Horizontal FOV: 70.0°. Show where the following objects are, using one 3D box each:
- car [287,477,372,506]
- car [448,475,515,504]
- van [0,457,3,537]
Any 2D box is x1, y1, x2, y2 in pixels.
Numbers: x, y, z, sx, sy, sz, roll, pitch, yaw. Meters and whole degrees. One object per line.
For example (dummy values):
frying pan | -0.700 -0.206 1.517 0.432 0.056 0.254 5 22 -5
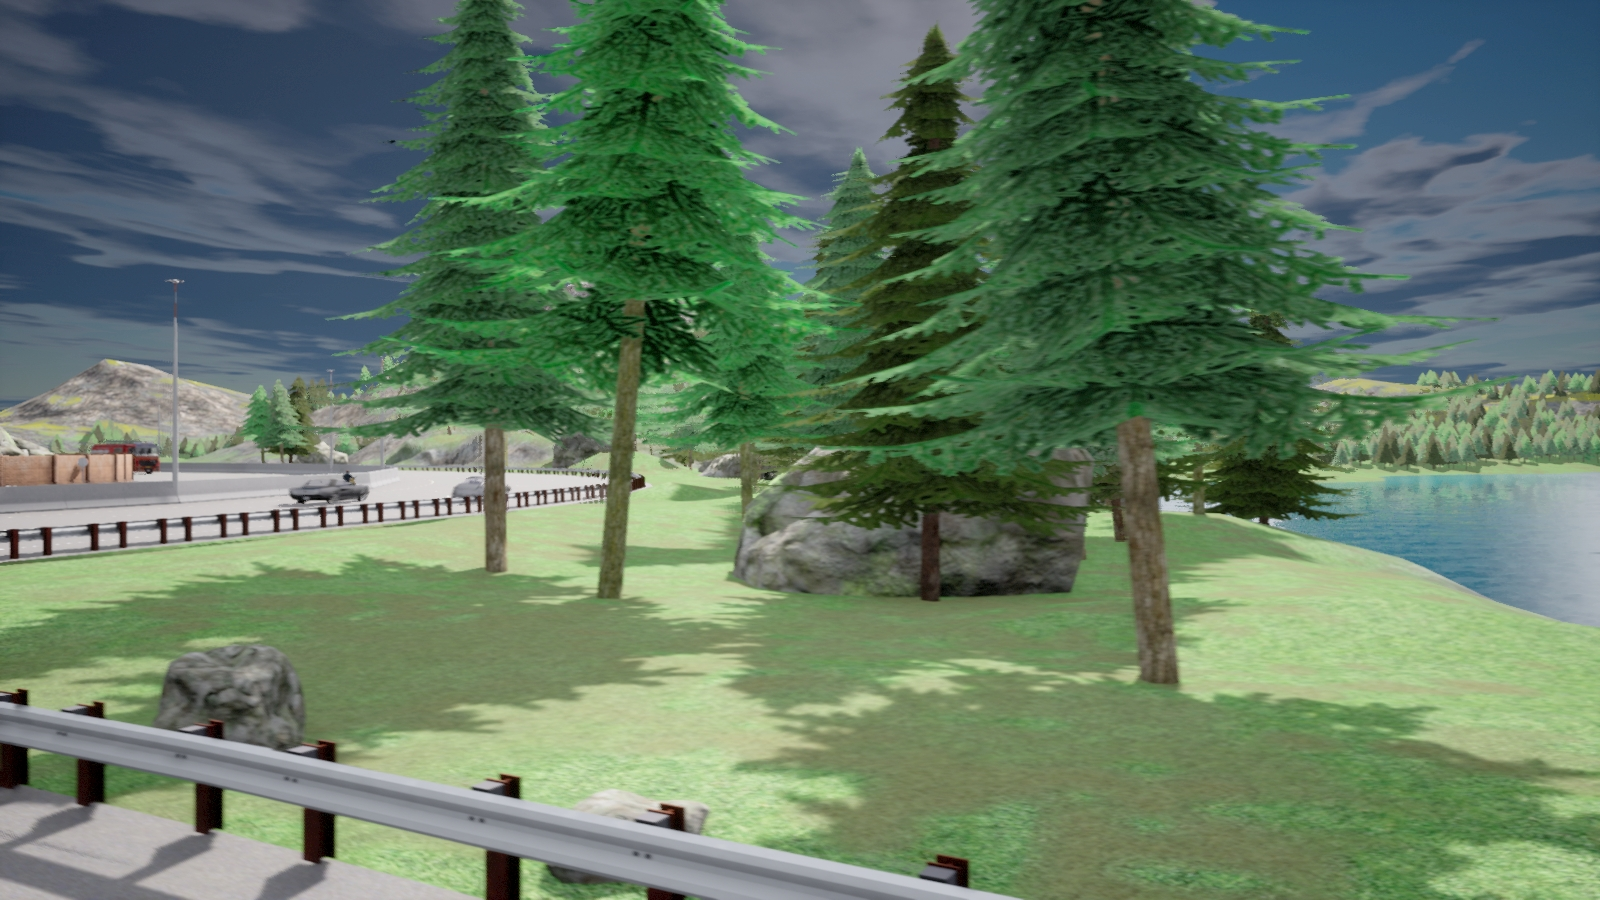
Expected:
car | -24.518 2.138 59.684 1.895 1.301 4.718 0 0 9
car | -17.144 2.102 61.730 1.994 1.385 4.181 0 0 8
van | -27.333 1.522 34.088 1.988 2.561 5.915 0 0 16
